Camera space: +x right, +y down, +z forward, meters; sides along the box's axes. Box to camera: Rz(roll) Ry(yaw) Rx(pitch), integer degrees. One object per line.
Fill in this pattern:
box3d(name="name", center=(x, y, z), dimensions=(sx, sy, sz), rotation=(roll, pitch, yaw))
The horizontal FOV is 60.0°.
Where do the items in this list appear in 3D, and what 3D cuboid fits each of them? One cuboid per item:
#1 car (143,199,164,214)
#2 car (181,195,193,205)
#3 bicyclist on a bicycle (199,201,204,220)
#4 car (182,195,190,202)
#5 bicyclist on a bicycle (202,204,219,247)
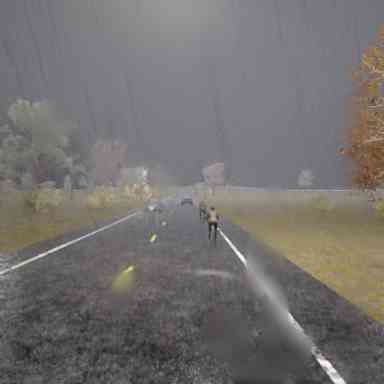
box3d(name="car", center=(-4.067, 1.463, 35.390), dimensions=(2.128, 1.511, 4.902), rotation=(0, 0, -1))
box3d(name="car", center=(-0.843, 1.454, 56.026), dimensions=(1.837, 1.490, 4.892), rotation=(0, 0, -1))
box3d(name="bicyclist on a bicycle", center=(0.745, 1.434, 22.909), dimensions=(0.582, 1.620, 1.656), rotation=(0, 0, -1))
box3d(name="car", center=(-1.345, 1.430, 73.719), dimensions=(1.837, 1.490, 4.892), rotation=(0, 0, -1))
box3d(name="bicyclist on a bicycle", center=(0.872, 1.442, 13.892), dimensions=(0.582, 1.620, 1.656), rotation=(0, 0, -1))
